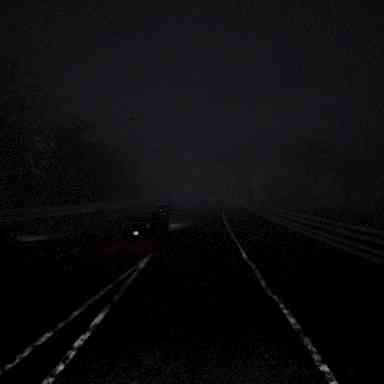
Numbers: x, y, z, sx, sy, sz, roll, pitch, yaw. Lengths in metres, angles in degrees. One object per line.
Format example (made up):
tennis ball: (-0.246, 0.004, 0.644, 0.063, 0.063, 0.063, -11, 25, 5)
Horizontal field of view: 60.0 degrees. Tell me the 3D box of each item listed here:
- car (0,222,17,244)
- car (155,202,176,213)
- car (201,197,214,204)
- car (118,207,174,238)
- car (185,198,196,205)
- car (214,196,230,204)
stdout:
car: (-10.062, 1.824, 15.096, 1.837, 1.490, 4.892, -1, 0, 7)
car: (-3.222, 1.904, 39.794, 1.812, 1.442, 4.674, -1, 0, 9)
car: (3.363, 2.060, 77.465, 1.837, 1.490, 4.892, -1, -1, 12)
car: (-2.560, 1.792, 19.048, 1.895, 1.301, 4.718, -1, 0, 7)
car: (-0.261, 2.136, 77.194, 1.837, 1.490, 4.892, -1, -1, 11)
car: (6.991, 2.079, 77.742, 1.895, 1.301, 4.718, -1, -1, 12)
